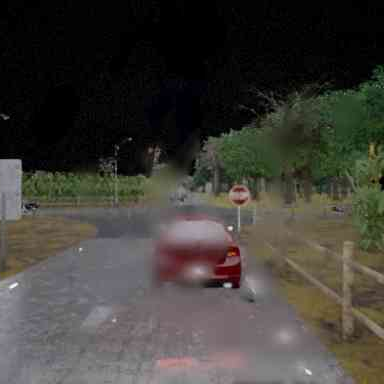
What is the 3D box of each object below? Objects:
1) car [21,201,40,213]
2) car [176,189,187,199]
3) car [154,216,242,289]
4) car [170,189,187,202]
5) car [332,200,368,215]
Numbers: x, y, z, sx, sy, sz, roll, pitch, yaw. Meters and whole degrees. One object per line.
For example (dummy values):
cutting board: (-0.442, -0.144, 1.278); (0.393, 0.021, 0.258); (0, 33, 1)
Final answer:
car: (-15.513, 1.060, 28.035); (4.718, 1.301, 1.895); (1, -1, 0)
car: (-2.191, 0.399, 70.372); (2.150, 2.045, 5.566); (0, 1, 1)
car: (0.129, 1.369, 8.908); (1.882, 1.535, 5.008); (0, 1, 0)
car: (-2.417, 0.573, 54.775); (2.150, 2.045, 5.566); (0, 1, 1)
car: (15.562, 1.476, 31.544); (4.181, 1.385, 1.994); (1, 0, 2)
